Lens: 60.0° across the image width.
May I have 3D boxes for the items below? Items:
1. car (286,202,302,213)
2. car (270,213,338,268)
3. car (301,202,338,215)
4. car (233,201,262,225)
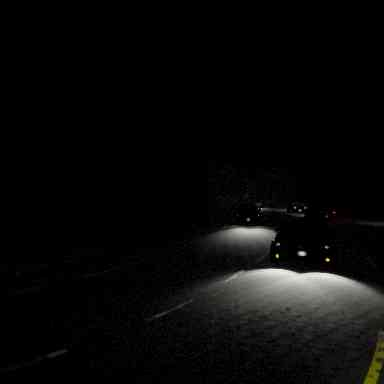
[{"bbox_3d":[13.185,1.940,42.052,1.895,1.301,4.718,0,0,6],"label":"car"},{"bbox_3d":[4.024,1.660,11.747,1.994,1.385,4.181,0,0,22],"label":"car"},{"bbox_3d":[12.123,1.866,31.561,1.895,1.301,4.718,0,0,6],"label":"car"},{"bbox_3d":[4.259,1.680,25.744,2.128,1.511,4.902,0,0,7],"label":"car"}]
